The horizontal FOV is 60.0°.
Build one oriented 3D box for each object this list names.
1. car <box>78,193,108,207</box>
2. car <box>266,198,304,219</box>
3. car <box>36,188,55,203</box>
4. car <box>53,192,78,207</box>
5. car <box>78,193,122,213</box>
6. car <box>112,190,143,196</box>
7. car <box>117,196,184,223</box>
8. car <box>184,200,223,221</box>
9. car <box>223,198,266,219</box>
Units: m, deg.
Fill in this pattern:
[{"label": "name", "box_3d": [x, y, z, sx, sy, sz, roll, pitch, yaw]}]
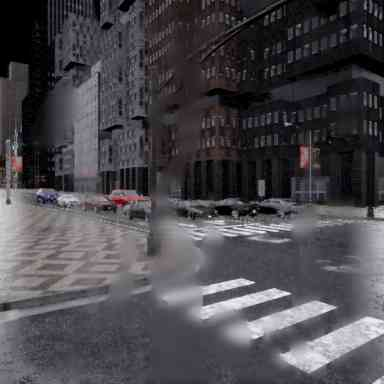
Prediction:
[{"label": "car", "box_3d": [-12.500, 0.929, 41.767, 2.128, 1.511, 4.902, 0, 1, -36]}, {"label": "car", "box_3d": [6.651, 1.254, 26.785, 2.128, 1.511, 4.902, 0, 1, -36]}, {"label": "car", "box_3d": [-20.646, 0.521, 47.531, 2.150, 2.045, 5.566, 0, 1, -36]}, {"label": "car", "box_3d": [-14.429, 0.985, 38.867, 1.812, 1.442, 4.674, 0, 1, -35]}, {"label": "car", "box_3d": [-8.631, 1.080, 30.892, 1.882, 1.535, 5.008, 0, 1, -36]}, {"label": "car", "box_3d": [-6.383, 0.810, 33.327, 2.150, 2.045, 5.566, 0, 1, -36]}, {"label": "car", "box_3d": [-3.031, 1.284, 23.209, 2.033, 1.411, 5.357, 0, 1, -35]}, {"label": "car", "box_3d": [-0.427, 1.280, 25.067, 2.033, 1.411, 5.357, 0, 1, -39]}, {"label": "car", "box_3d": [3.081, 1.222, 26.170, 1.882, 1.535, 5.008, 0, 1, -36]}]
